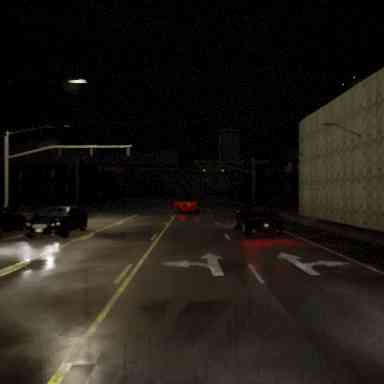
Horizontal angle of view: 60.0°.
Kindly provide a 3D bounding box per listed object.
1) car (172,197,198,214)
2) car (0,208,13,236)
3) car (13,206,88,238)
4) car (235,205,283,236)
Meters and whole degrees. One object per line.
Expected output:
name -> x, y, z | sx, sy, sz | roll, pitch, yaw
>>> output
car -> -0.805, 1.347, 36.267 | 2.097, 1.767, 4.553 | 0, 0, -13
car -> -10.499, 1.568, 17.630 | 1.994, 1.385, 4.181 | 0, 0, 0
car -> -6.998, 1.495, 17.661 | 2.128, 1.511, 4.902 | 0, 0, 0
car -> 3.604, 1.475, 18.593 | 1.882, 1.535, 5.008 | 0, 0, 0
